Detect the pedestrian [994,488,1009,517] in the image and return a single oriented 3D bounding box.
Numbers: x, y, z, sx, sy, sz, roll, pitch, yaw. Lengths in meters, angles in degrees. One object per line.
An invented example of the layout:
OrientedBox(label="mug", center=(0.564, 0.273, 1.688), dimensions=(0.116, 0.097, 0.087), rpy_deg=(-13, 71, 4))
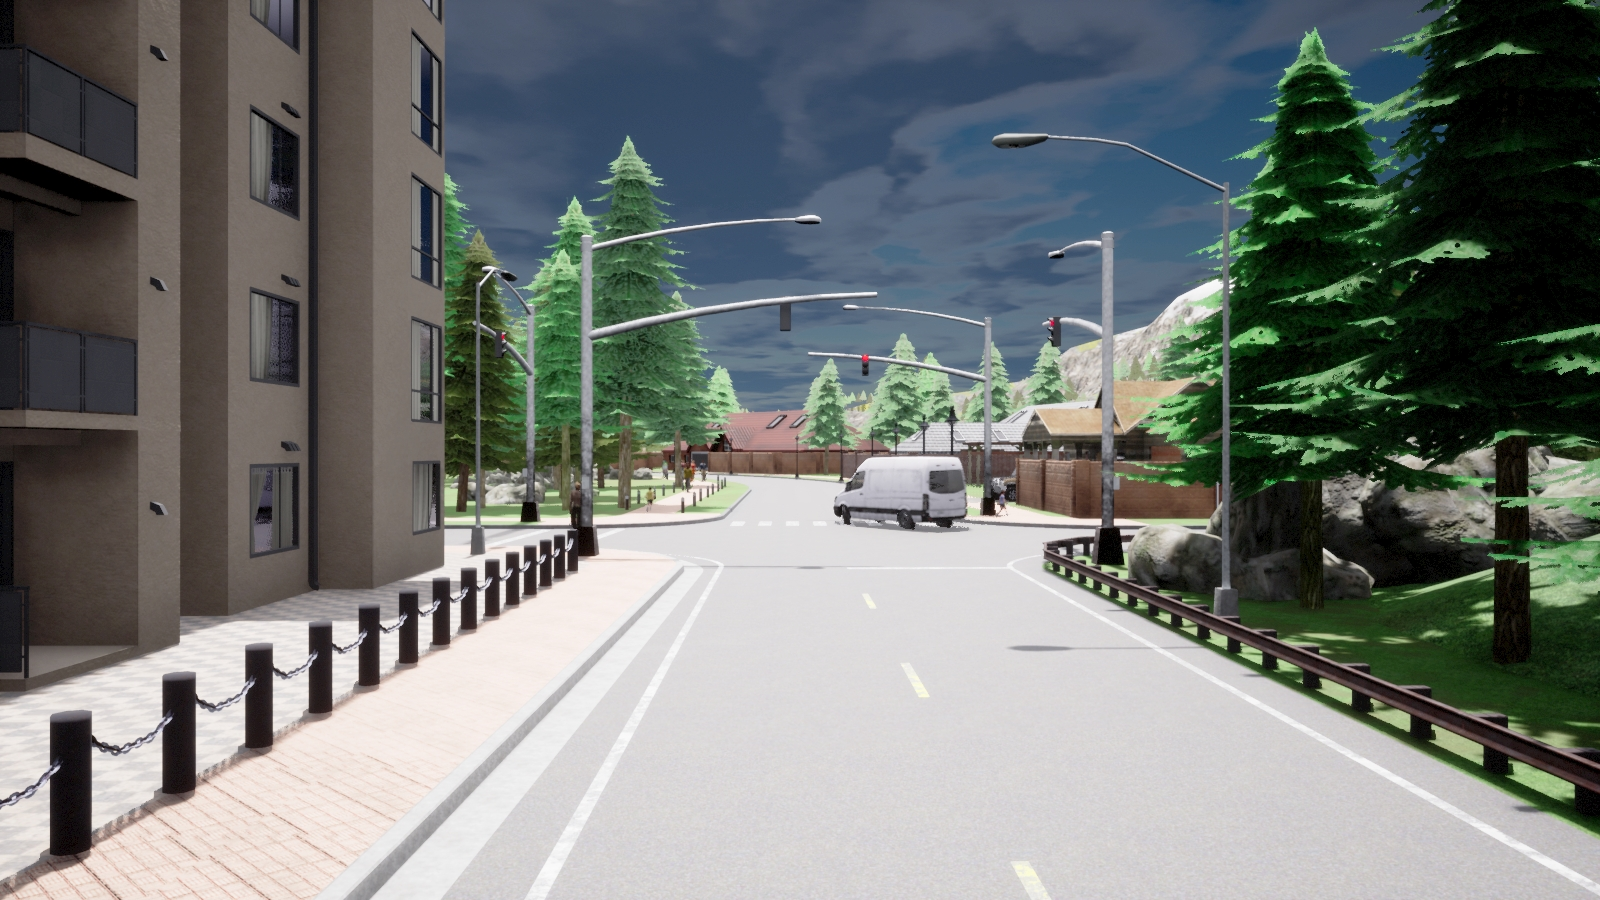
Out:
OrientedBox(label="pedestrian", center=(8.004, 2.076, 45.336), dimensions=(0.500, 1.100, 0.500), rpy_deg=(0, 0, -4))

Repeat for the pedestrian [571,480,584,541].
OrientedBox(label="pedestrian", center=(-6.864, 1.851, 35.249), dimensions=(0.375, 1.860, 0.375), rpy_deg=(0, 0, -5))

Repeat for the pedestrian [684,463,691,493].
OrientedBox(label="pedestrian", center=(-6.910, 1.706, 70.380), dimensions=(0.375, 1.860, 0.375), rpy_deg=(0, 0, -1))

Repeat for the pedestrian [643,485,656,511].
OrientedBox(label="pedestrian", center=(-6.506, 2.073, 49.473), dimensions=(0.500, 1.100, 0.500), rpy_deg=(0, 0, -1))

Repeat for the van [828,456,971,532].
OrientedBox(label="van", center=(3.539, 1.530, 42.085), dimensions=(1.988, 2.561, 5.915), rpy_deg=(-1, 0, -33))
